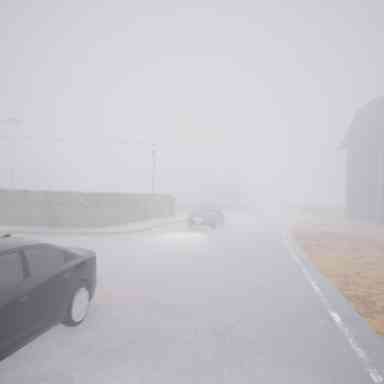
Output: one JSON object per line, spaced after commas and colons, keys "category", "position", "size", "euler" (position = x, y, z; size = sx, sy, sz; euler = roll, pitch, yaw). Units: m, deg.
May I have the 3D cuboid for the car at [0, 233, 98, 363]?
{"category": "car", "position": [-3.030, 1.400, 4.322], "size": [1.882, 1.535, 5.008], "euler": [2, 0, 11]}

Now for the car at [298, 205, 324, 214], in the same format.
{"category": "car", "position": [18.212, 2.628, 50.680], "size": [4.718, 1.301, 1.895], "euler": [3, -1, -41]}

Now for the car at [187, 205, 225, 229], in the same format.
{"category": "car", "position": [1.090, 1.703, 23.567], "size": [2.128, 1.511, 4.902], "euler": [2, -1, 16]}
